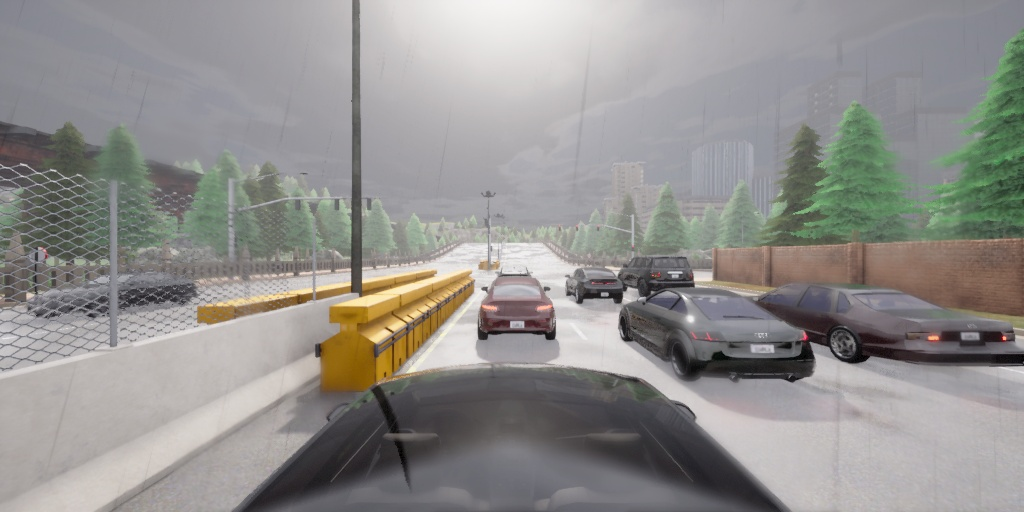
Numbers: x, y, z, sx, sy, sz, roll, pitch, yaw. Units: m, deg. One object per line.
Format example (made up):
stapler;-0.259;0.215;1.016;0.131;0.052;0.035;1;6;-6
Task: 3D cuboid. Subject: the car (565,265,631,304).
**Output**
car;3.616;1.255;16.371;1.837;1.490;4.892;0;0;0

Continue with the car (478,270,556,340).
car;0.110;1.276;9.834;1.812;1.442;4.674;0;0;0

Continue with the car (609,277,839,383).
car;3.611;1.314;7.204;1.994;1.385;4.181;0;0;-1

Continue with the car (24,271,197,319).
car;-14.029;1.275;13.020;1.812;1.442;4.674;0;0;1

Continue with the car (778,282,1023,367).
car;7.108;1.297;8.068;2.033;1.411;5.357;0;0;0

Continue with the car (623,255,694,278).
car;7.118;0.972;18.310;2.150;2.045;5.566;0;0;0

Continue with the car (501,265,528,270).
car;0.120;1.241;19.079;2.128;1.511;4.902;0;0;0
